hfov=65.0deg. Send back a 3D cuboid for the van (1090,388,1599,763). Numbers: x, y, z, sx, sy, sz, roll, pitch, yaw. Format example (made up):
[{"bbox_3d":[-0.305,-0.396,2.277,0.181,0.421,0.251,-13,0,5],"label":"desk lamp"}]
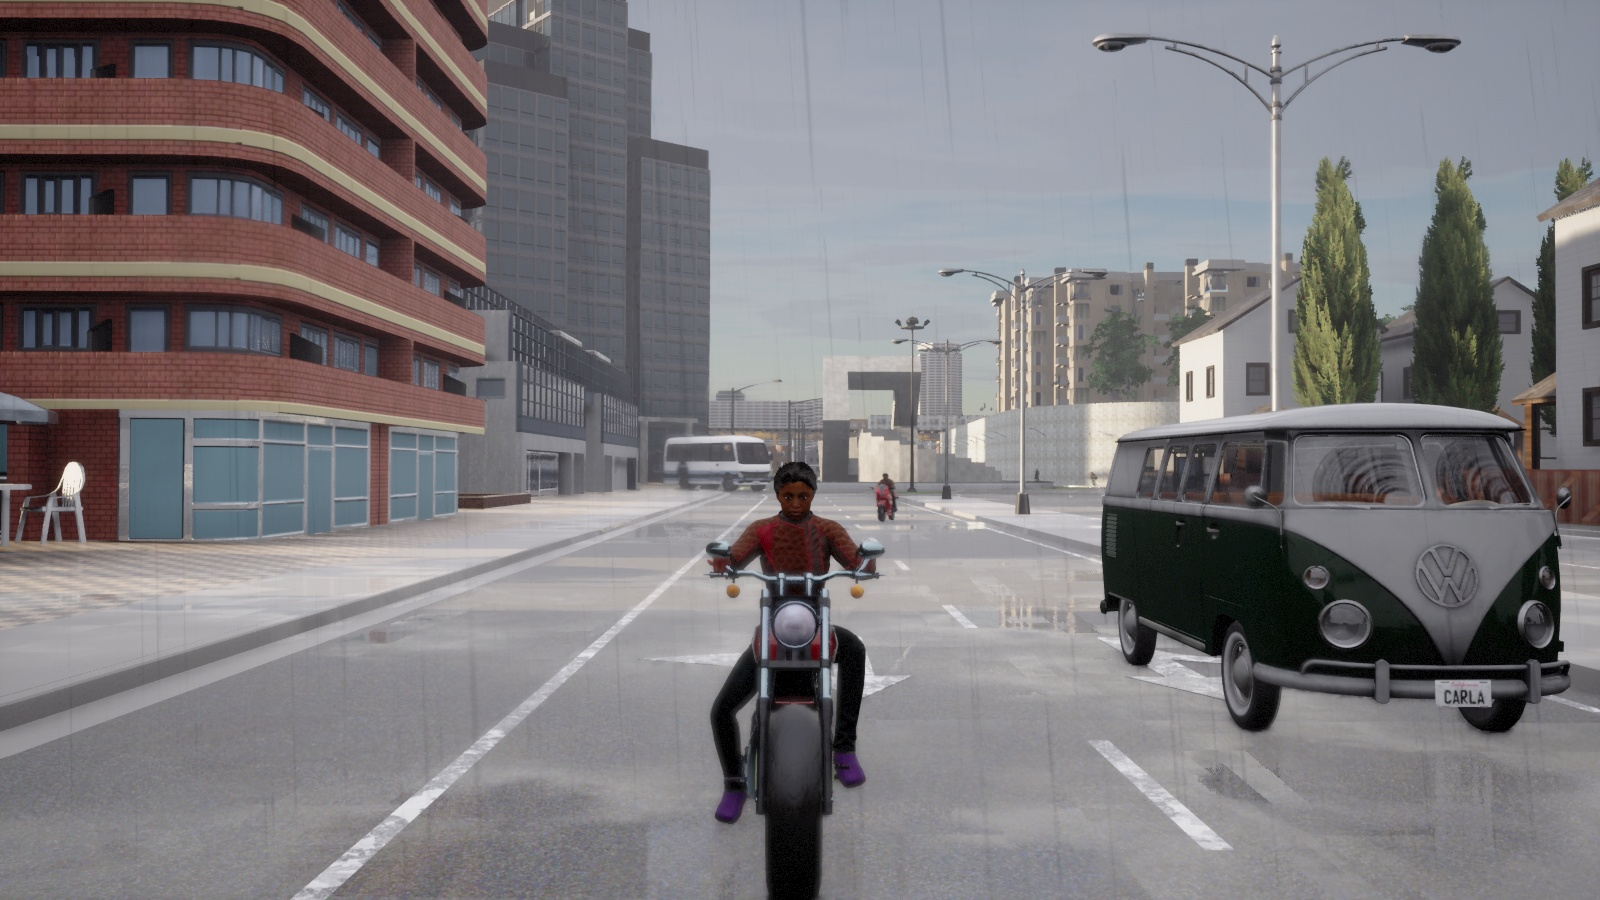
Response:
[{"bbox_3d":[3.474,0.701,8.916,1.775,1.987,4.442,0,-1,0],"label":"van"}]

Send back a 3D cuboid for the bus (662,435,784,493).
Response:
[{"bbox_3d":[-6.076,1.087,97.017,3.944,4.253,10.273,0,-1,-41],"label":"bus"}]

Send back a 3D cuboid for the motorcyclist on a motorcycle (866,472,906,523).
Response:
[{"bbox_3d":[2.659,1.434,38.684,0.797,1.523,2.044,-1,-1,16],"label":"motorcyclist on a motorcycle"}]

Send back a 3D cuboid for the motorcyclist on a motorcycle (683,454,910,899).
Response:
[{"bbox_3d":[-0.016,0.856,5.427,0.766,1.649,2.350,0,-1,0],"label":"motorcyclist on a motorcycle"}]
